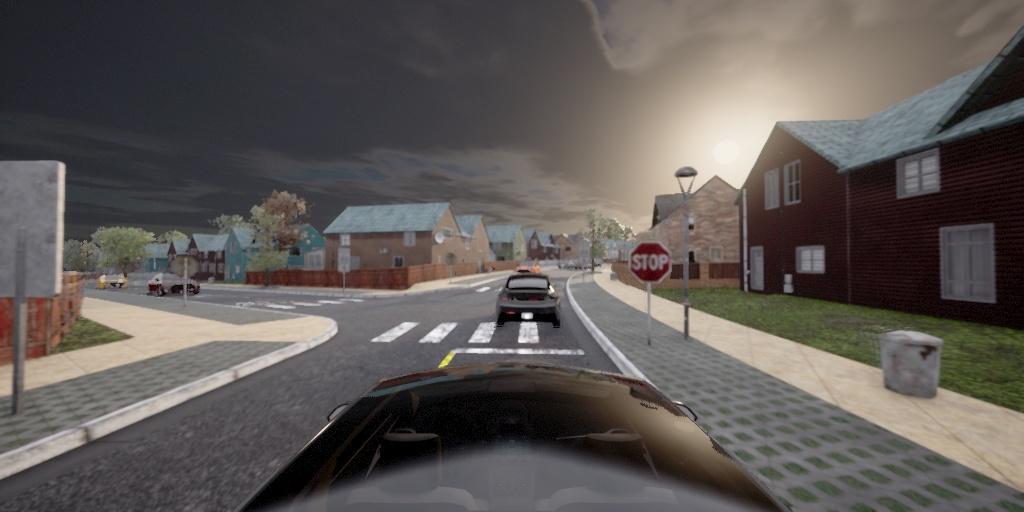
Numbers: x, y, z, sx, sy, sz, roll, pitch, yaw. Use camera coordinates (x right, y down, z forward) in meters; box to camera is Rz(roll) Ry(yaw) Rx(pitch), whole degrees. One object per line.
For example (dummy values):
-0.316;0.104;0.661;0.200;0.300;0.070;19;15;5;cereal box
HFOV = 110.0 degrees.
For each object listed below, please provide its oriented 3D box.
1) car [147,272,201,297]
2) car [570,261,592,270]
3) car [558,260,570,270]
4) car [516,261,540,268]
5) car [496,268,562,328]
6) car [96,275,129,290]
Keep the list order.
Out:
-24.672;1.975;26.155;4.553;1.767;2.097;-2;-2;34;car
11.681;1.523;59.260;2.033;1.411;5.357;0;0;23;car
9.119;1.487;60.506;2.128;1.511;4.902;0;0;22;car
1.663;1.286;37.578;2.097;1.767;4.553;0;0;14;car
0.581;1.317;11.775;1.837;1.490;4.892;0;0;4;car
-42.379;2.752;38.042;5.008;1.535;1.882;-2;-2;34;car
